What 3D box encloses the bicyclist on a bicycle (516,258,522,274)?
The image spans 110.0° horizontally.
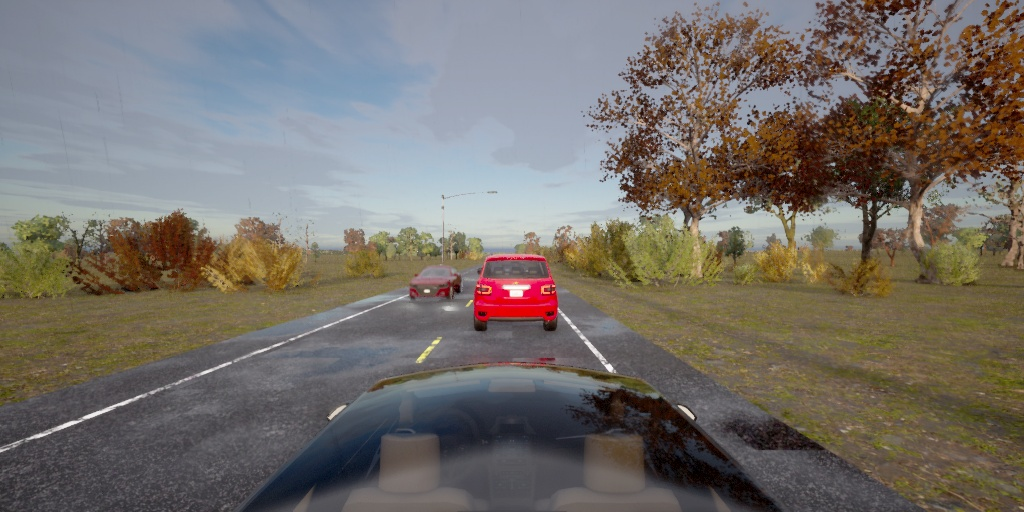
[{"bbox_3d":[0.772,1.106,40.266,0.659,1.776,1.843,0,0,0],"label":"bicyclist on a bicycle"}]

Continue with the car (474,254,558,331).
[{"bbox_3d":[0.075,0.968,11.074,2.150,2.045,5.566,0,0,-1],"label":"car"}]

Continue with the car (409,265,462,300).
[{"bbox_3d":[-3.647,1.222,17.822,1.882,1.535,5.008,0,0,0],"label":"car"}]

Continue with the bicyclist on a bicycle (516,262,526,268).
[{"bbox_3d":[0.850,1.110,30.253,0.659,1.776,1.843,0,0,0],"label":"bicyclist on a bicycle"}]
